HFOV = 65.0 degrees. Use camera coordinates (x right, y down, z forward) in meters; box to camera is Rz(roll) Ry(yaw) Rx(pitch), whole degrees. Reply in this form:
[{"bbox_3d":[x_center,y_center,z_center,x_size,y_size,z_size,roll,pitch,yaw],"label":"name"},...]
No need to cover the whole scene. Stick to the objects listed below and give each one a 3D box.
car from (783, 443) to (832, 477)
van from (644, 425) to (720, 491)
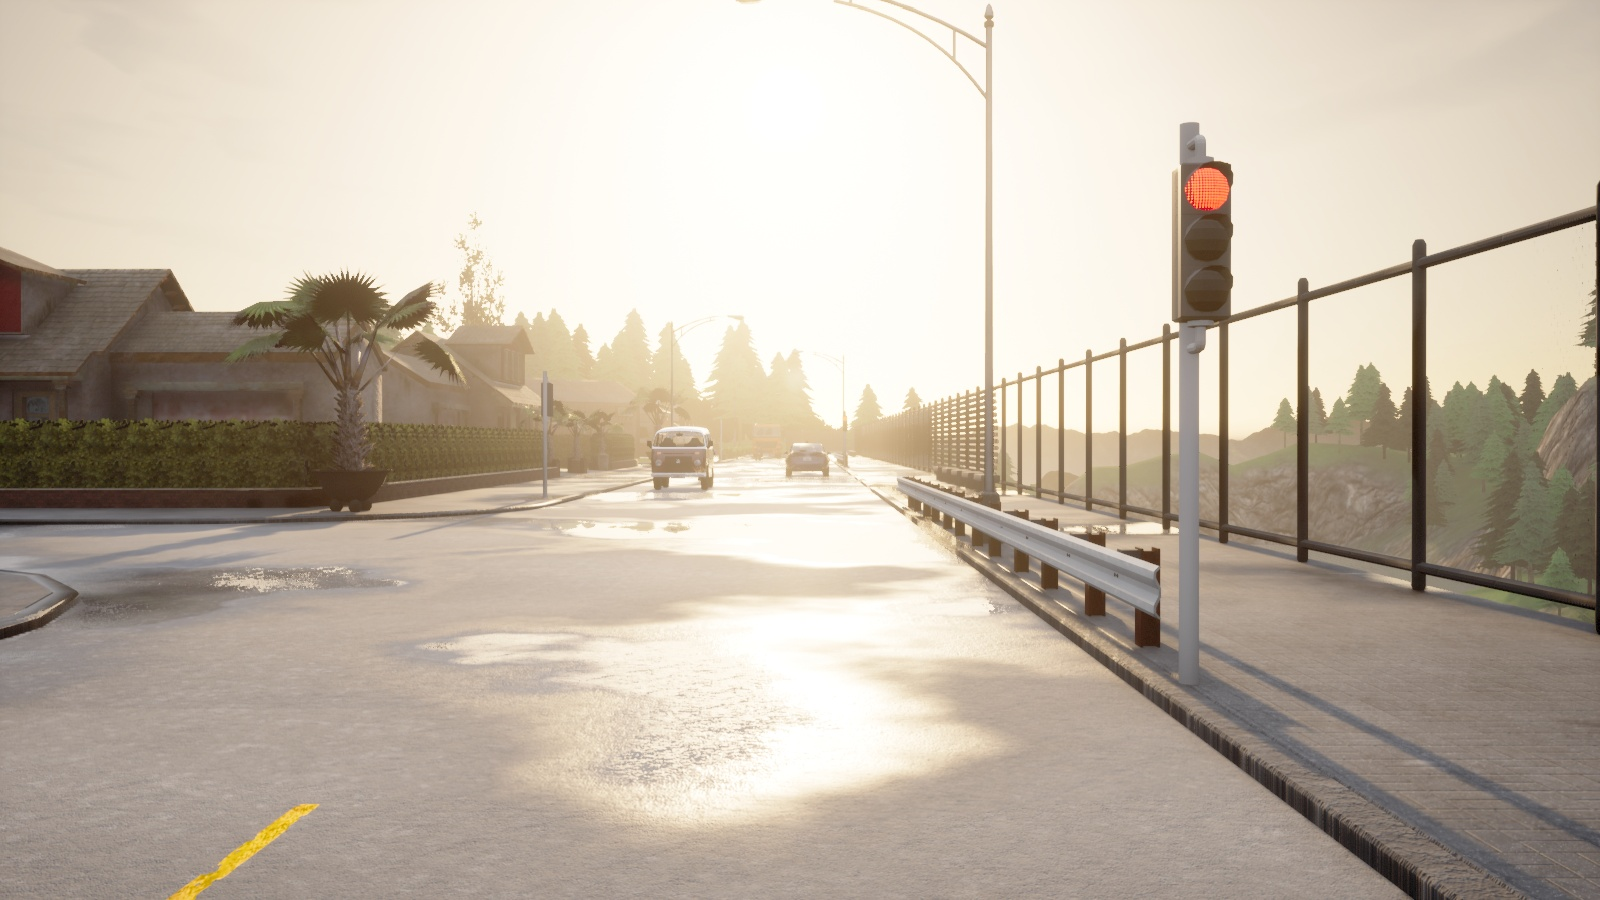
[{"bbox_3d":[0.337,0.424,57.103,2.163,1.488,4.792,0,0,0],"label":"car"},{"bbox_3d":[-3.779,0.235,40.949,2.069,2.038,4.480,0,0,0],"label":"van"}]
